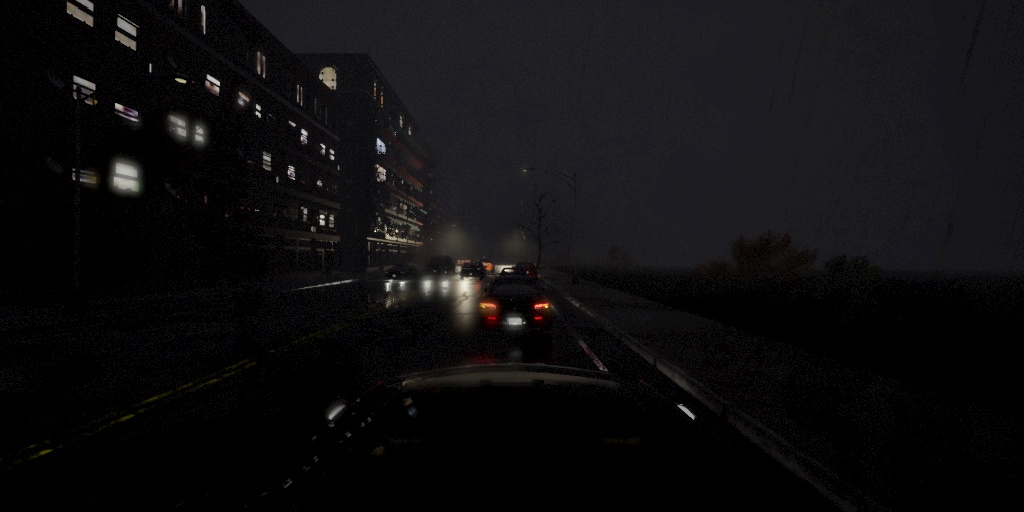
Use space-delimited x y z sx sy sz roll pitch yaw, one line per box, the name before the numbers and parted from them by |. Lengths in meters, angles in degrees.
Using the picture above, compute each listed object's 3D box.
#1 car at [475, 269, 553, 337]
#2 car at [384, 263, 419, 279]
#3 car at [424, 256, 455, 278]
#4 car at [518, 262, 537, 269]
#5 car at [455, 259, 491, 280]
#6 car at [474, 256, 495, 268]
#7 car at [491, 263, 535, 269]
car | 0.070 1.277 10.183 1.812 1.442 4.674 0 0 0
car | -9.929 1.301 32.842 2.033 1.411 5.357 0 0 0
car | -6.684 0.975 33.770 2.150 2.045 5.566 0 0 0
car | 1.065 1.232 29.878 1.882 1.535 5.008 0 0 0
car | -3.229 1.241 30.819 2.128 1.511 4.902 0 -1 0
car | -3.259 1.106 44.498 2.097 1.767 4.553 0 0 0
car | 0.053 1.317 20.350 1.994 1.385 4.181 0 0 0
